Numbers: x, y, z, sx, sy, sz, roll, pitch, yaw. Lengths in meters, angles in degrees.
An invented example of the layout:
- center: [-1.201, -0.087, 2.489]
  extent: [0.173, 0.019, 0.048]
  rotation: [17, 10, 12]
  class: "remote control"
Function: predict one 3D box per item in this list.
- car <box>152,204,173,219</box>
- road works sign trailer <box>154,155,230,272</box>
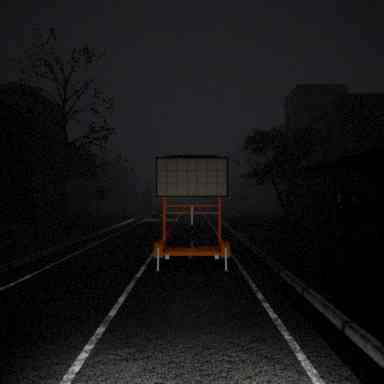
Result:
- center: [-2.995, 1.977, 34.323]
  extent: [1.812, 1.442, 4.674]
  rotation: [0, -1, 0]
  class: "car"
- center: [0.001, 0.567, 11.182]
  extent: [2.380, 3.560, 2.880]
  rotation: [0, -1, 0]
  class: "road works sign trailer"
